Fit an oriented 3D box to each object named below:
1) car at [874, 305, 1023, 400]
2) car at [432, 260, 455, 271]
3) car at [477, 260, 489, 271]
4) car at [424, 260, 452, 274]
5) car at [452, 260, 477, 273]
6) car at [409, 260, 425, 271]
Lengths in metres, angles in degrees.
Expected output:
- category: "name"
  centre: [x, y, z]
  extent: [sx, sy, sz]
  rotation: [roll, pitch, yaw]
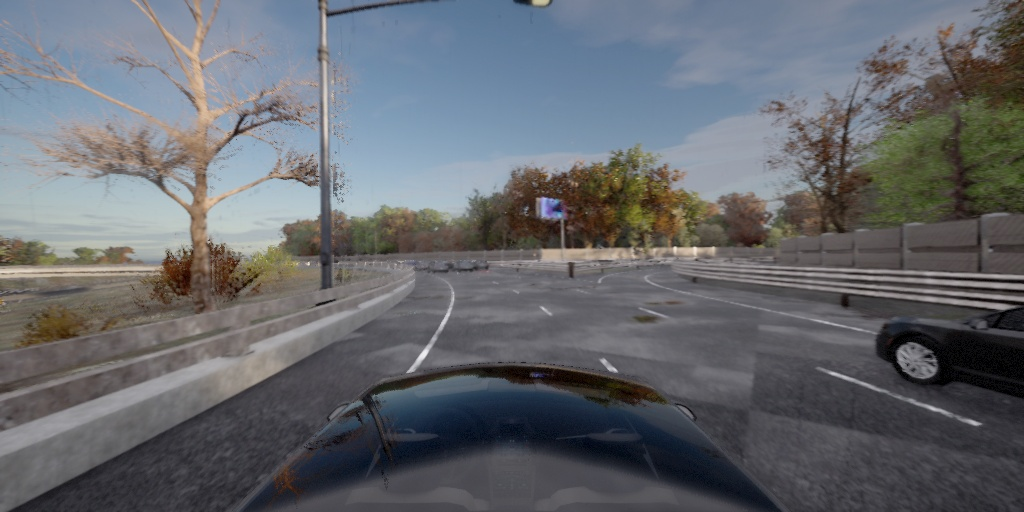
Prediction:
- category: "car"
  centre: [6.924, 1.160, 3.867]
  extent: [1.837, 1.490, 4.892]
  rotation: [-1, 0, -1]
- category: "car"
  centre: [-10.693, 1.438, 55.985]
  extent: [1.882, 1.535, 5.008]
  rotation: [-1, 0, -32]
- category: "car"
  centre: [-4.978, 1.367, 52.790]
  extent: [2.128, 1.511, 4.902]
  rotation: [-1, 0, -26]
- category: "car"
  centre: [-9.479, 1.496, 45.908]
  extent: [1.994, 1.385, 4.181]
  rotation: [-1, 0, -25]
- category: "car"
  centre: [-6.594, 1.458, 48.013]
  extent: [1.994, 1.385, 4.181]
  rotation: [-1, 0, -25]
- category: "car"
  centre: [-13.410, 1.544, 53.702]
  extent: [2.033, 1.411, 5.357]
  rotation: [-1, 0, -29]
